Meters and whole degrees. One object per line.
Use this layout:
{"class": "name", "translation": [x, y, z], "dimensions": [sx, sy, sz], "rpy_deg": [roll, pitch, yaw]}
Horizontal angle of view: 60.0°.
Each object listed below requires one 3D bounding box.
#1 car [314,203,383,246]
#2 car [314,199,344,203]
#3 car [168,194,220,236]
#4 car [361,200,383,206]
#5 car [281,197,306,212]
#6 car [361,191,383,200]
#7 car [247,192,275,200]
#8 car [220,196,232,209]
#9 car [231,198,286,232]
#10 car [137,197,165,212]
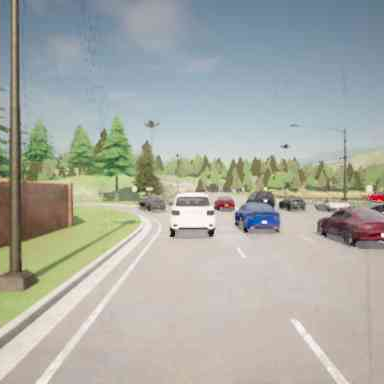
{"class": "car", "translation": [7.106, 1.420, 14.510], "dimensions": [1.812, 1.442, 4.674], "rpy_deg": [0, 0, 0]}
{"class": "car", "translation": [14.110, 1.354, 33.991], "dimensions": [1.895, 1.301, 4.718], "rpy_deg": [0, 0, 0]}
{"class": "car", "translation": [-0.086, 1.093, 17.561], "dimensions": [2.150, 2.045, 5.566], "rpy_deg": [0, 0, -3]}
{"class": "car", "translation": [10.605, 1.376, 17.714], "dimensions": [1.837, 1.490, 4.892], "rpy_deg": [0, 0, 0]}
{"class": "car", "translation": [10.612, 1.234, 35.466], "dimensions": [2.128, 1.511, 4.902], "rpy_deg": [0, 0, 0]}
{"class": "car", "translation": [30.402, 0.831, 53.716], "dimensions": [5.566, 2.045, 2.150], "rpy_deg": [0, 1, 30]}
{"class": "car", "translation": [7.110, 0.969, 34.680], "dimensions": [2.150, 2.045, 5.566], "rpy_deg": [0, 0, 0]}
{"class": "car", "translation": [3.610, 1.208, 37.119], "dimensions": [1.882, 1.535, 5.008], "rpy_deg": [0, 0, 0]}
{"class": "car", "translation": [3.605, 1.339, 18.974], "dimensions": [1.882, 1.535, 5.008], "rpy_deg": [0, 0, 0]}
{"class": "car", "translation": [-4.309, 1.238, 34.812], "dimensions": [2.128, 1.511, 4.902], "rpy_deg": [0, 0, -25]}
